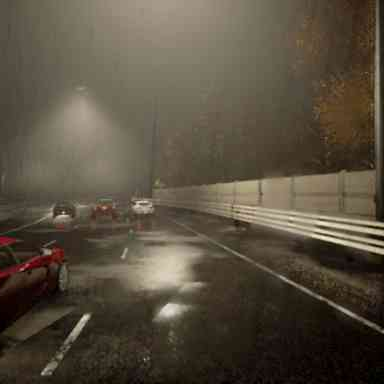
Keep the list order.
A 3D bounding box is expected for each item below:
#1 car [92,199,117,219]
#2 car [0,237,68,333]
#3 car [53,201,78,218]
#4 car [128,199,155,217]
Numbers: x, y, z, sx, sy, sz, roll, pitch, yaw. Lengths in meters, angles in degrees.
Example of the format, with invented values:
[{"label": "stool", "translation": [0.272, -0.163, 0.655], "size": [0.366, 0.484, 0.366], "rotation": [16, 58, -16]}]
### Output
[{"label": "car", "translation": [-8.037, 1.431, 30.425], "size": [2.097, 1.767, 4.553], "rotation": [0, 0, -16]}, {"label": "car", "translation": [-3.726, 1.508, 5.804], "size": [1.882, 1.535, 5.008], "rotation": [0, 0, -3]}, {"label": "car", "translation": [-12.074, 1.612, 31.689], "size": [1.837, 1.490, 4.892], "rotation": [0, 0, -17]}, {"label": "car", "translation": [-4.719, 1.583, 31.571], "size": [1.812, 1.442, 4.674], "rotation": [0, 0, -16]}]
